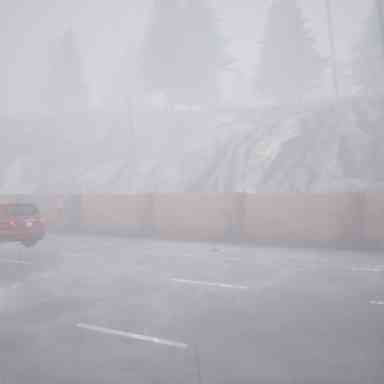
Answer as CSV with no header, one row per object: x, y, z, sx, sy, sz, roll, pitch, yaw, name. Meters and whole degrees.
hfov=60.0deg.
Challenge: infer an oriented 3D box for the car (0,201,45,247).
-9.107,1.422,14.784,5.566,2.045,2.150,0,-1,25,car
